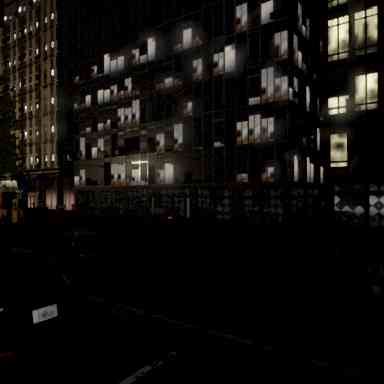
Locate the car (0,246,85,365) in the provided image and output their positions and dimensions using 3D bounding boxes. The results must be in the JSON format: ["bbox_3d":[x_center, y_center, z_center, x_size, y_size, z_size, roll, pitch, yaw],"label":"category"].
[{"bbox_3d":[-3.538,1.566,5.395,4.313,1.339,1.947,0,0,35],"label":"car"}]
